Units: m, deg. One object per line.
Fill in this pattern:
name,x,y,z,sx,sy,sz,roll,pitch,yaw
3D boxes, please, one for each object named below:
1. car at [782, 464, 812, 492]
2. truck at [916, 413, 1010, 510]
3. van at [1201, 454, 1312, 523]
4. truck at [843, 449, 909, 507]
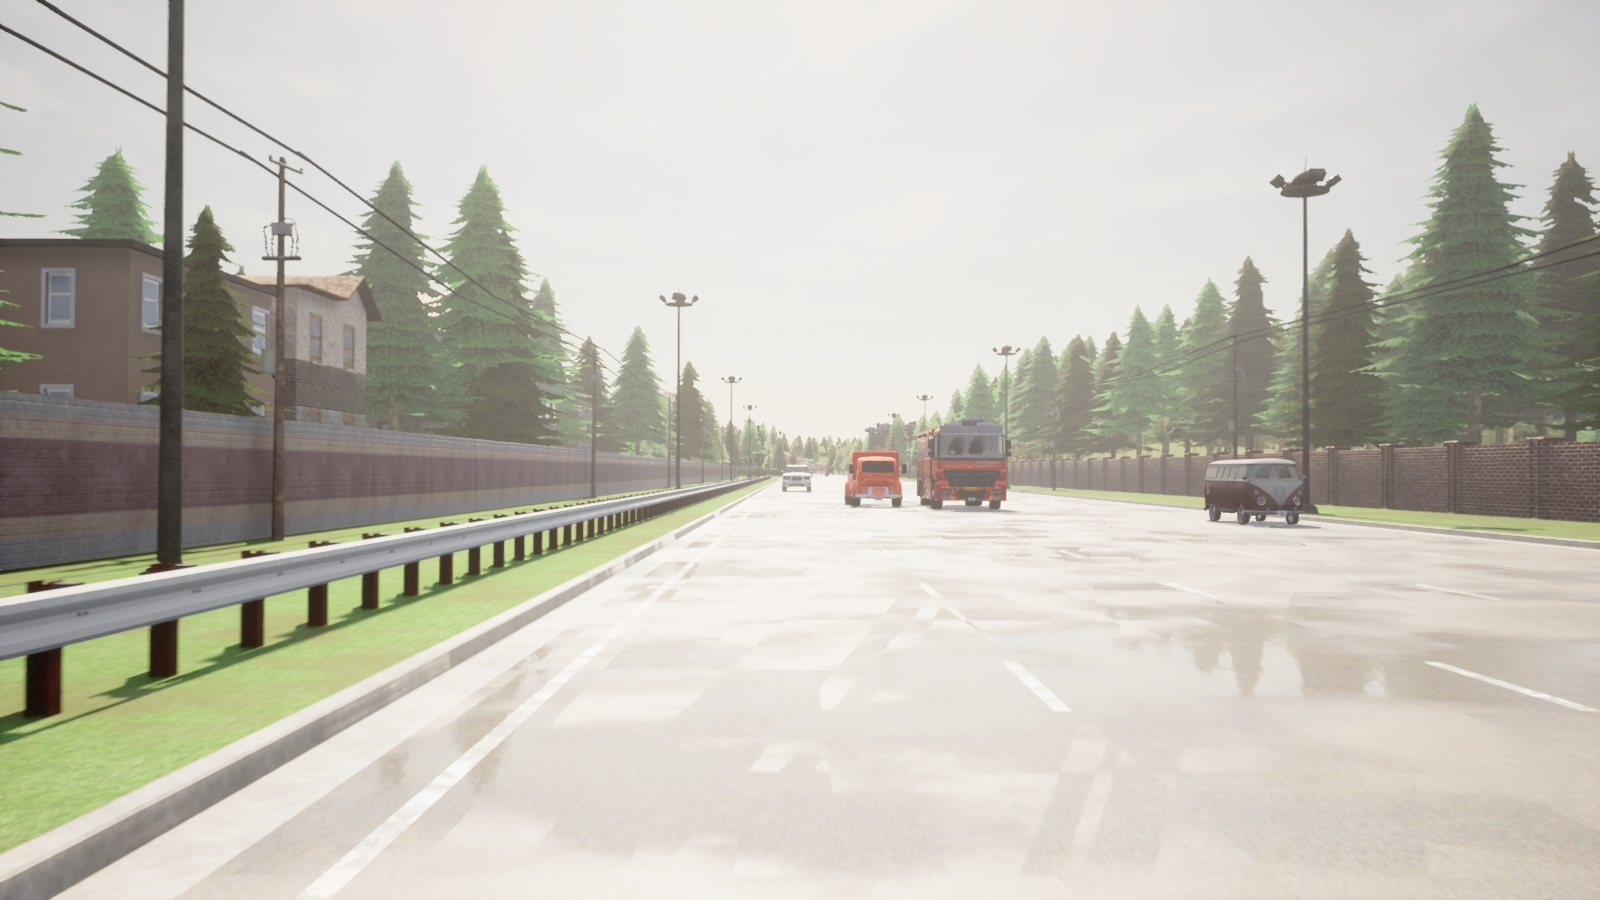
car,-0.227,2.114,94.889,2.150,2.045,5.566,0,-1,0
truck,6.868,0.525,54.113,2.891,3.827,8.468,0,-1,0
van,13.908,1.158,38.553,1.775,1.987,4.442,0,-1,0
truck,3.364,1.255,56.454,2.627,2.467,5.204,0,-1,0
